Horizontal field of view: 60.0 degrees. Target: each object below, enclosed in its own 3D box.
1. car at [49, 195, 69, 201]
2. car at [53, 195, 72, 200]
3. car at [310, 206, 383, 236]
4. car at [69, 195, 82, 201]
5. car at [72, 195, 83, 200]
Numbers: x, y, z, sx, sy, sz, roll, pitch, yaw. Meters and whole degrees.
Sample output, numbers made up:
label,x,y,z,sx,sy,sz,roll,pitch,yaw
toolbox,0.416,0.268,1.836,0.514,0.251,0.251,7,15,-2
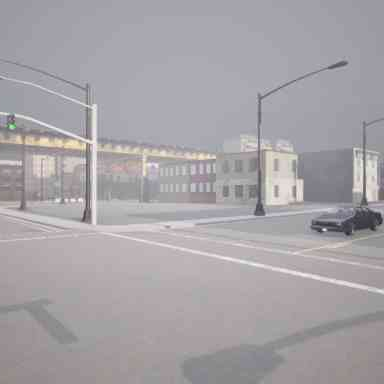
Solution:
label,x,y,z,sx,sy,sz,roll,pitch,yaw
car,-33.407,1.582,85.759,4.974,1.542,2.038,0,0,21
car,-33.455,1.425,85.777,4.536,1.218,1.853,0,0,21
car,8.748,1.490,18.523,5.357,1.411,2.033,-1,0,-40
car,-29.690,1.590,86.088,2.038,1.542,4.974,0,0,-9
car,-29.699,1.432,86.139,1.853,1.218,4.536,0,0,-9
